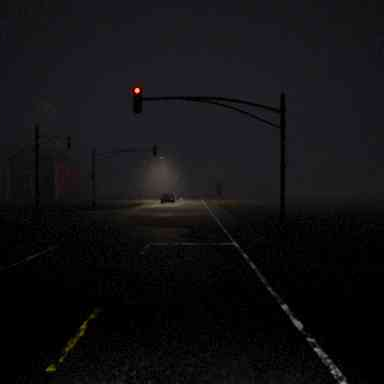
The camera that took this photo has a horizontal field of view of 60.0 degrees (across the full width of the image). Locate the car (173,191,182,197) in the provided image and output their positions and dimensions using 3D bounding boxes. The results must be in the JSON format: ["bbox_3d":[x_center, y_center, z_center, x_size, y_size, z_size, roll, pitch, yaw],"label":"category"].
[{"bbox_3d":[-3.373,0.470,79.523,1.895,1.301,4.718,0,1,0],"label":"car"}]

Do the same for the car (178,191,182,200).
[{"bbox_3d":[-3.421,0.796,64.138,1.812,1.442,4.674,0,1,1],"label":"car"}]

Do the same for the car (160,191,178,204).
[{"bbox_3d":[-3.501,0.934,48.526,1.882,1.535,5.008,0,1,0],"label":"car"}]
